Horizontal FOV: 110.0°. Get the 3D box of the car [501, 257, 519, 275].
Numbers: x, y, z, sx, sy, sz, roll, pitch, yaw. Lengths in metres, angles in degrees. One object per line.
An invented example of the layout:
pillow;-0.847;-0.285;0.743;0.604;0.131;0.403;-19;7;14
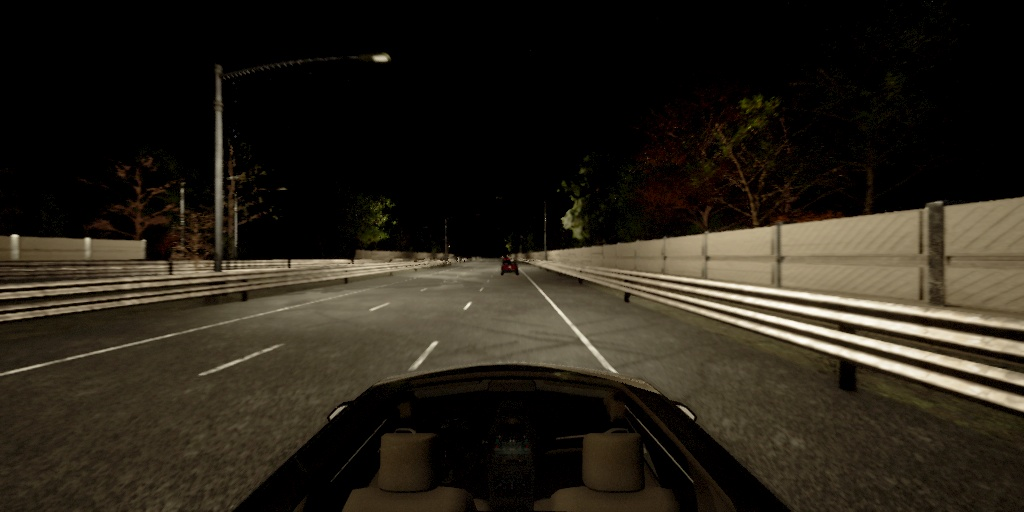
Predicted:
car;-0.259;1.227;40.234;2.033;1.649;4.856;0;0;-1
